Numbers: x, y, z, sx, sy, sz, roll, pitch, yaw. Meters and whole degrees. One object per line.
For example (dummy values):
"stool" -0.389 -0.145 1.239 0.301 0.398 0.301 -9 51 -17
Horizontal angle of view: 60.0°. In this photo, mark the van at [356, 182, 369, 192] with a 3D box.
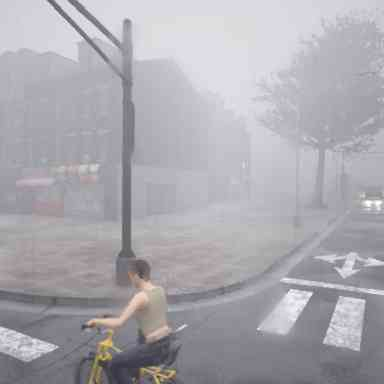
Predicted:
"van" 32.830 -0.960 64.659 1.690 1.788 3.998 2 3 30

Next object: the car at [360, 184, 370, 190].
"car" 42.135 -1.278 81.092 1.887 1.381 4.507 2 3 30

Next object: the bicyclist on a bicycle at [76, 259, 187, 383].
"bicyclist on a bicycle" -0.597 1.465 3.275 1.509 1.612 0.866 0 -2 29

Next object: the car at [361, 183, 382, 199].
"car" 23.430 -0.009 42.839 2.128 1.511 4.902 0 3 30
